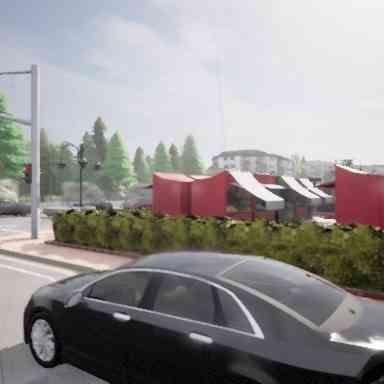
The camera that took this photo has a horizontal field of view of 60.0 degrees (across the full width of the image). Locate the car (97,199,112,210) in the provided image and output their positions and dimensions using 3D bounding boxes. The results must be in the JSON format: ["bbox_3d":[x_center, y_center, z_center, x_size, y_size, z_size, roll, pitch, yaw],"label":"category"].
[{"bbox_3d":[-11.313,1.519,37.659,2.128,1.511,4.902,0,0,36],"label":"car"}]

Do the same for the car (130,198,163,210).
[{"bbox_3d":[-6.077,1.591,44.871,1.994,1.385,4.181,0,0,37],"label":"car"}]

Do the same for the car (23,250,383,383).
[{"bbox_3d":[-0.186,1.501,4.125,4.892,1.490,1.837,-1,0,35],"label":"car"}]

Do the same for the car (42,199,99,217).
[{"bbox_3d":[-11.564,1.632,31.347,1.895,1.301,4.718,0,0,36],"label":"car"}]

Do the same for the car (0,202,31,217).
[{"bbox_3d":[-16.906,1.575,29.909,2.033,1.411,5.357,0,0,39],"label":"car"}]

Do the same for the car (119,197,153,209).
[{"bbox_3d":[-6.260,1.383,38.665,2.097,1.767,4.553,0,0,36],"label":"car"}]
